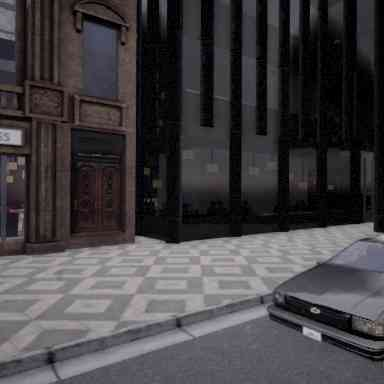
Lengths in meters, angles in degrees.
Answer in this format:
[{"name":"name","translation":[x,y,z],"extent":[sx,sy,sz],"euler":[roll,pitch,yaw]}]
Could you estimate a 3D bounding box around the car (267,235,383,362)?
[{"name":"car","translation":[3.802,1.551,6.092],"extent":[5.357,1.411,2.033],"euler":[0,0,-36]}]
